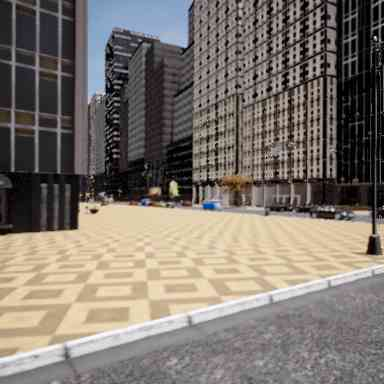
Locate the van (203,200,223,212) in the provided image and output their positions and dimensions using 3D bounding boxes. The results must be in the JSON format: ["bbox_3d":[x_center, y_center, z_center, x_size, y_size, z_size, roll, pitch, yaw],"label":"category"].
[{"bbox_3d":[3.168,2.059,50.594,1.690,1.788,3.998,-1,-1,-25],"label":"van"}]

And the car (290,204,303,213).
[{"bbox_3d":[15.520,2.152,43.935,1.947,1.339,4.313,-1,-1,-25],"label":"car"}]

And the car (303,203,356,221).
[{"bbox_3d":[12.677,1.878,30.199,2.008,1.369,4.403,-1,-1,-25],"label":"car"}]

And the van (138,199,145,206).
[{"bbox_3d":[-11.089,2.674,81.178,1.690,1.788,3.998,-1,-1,-25],"label":"van"}]

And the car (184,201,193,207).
[{"bbox_3d":[-1.114,2.876,79.618,1.802,1.307,4.206,-1,-1,-25],"label":"car"}]

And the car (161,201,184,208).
[{"bbox_3d":[-3.957,2.572,65.883,2.008,1.369,4.403,-1,-1,-25],"label":"car"}]

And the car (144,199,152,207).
[{"bbox_3d":[-8.710,2.773,76.079,1.887,1.381,4.507,-1,-1,-25],"label":"car"}]

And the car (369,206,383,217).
[{"bbox_3d":[20.272,1.943,33.739,2.008,1.369,4.403,-1,-1,-25],"label":"car"}]

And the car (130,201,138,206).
[{"bbox_3d":[-15.838,3.088,91.370,1.887,1.381,4.507,-1,-1,-25],"label":"car"}]

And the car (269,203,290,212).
[{"bbox_3d":[13.144,2.250,49.032,1.947,1.339,4.313,-1,-1,-25],"label":"car"}]

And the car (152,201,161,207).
[{"bbox_3d":[-6.262,2.647,70.828,1.752,1.417,4.829,-1,-1,-25],"label":"car"}]
